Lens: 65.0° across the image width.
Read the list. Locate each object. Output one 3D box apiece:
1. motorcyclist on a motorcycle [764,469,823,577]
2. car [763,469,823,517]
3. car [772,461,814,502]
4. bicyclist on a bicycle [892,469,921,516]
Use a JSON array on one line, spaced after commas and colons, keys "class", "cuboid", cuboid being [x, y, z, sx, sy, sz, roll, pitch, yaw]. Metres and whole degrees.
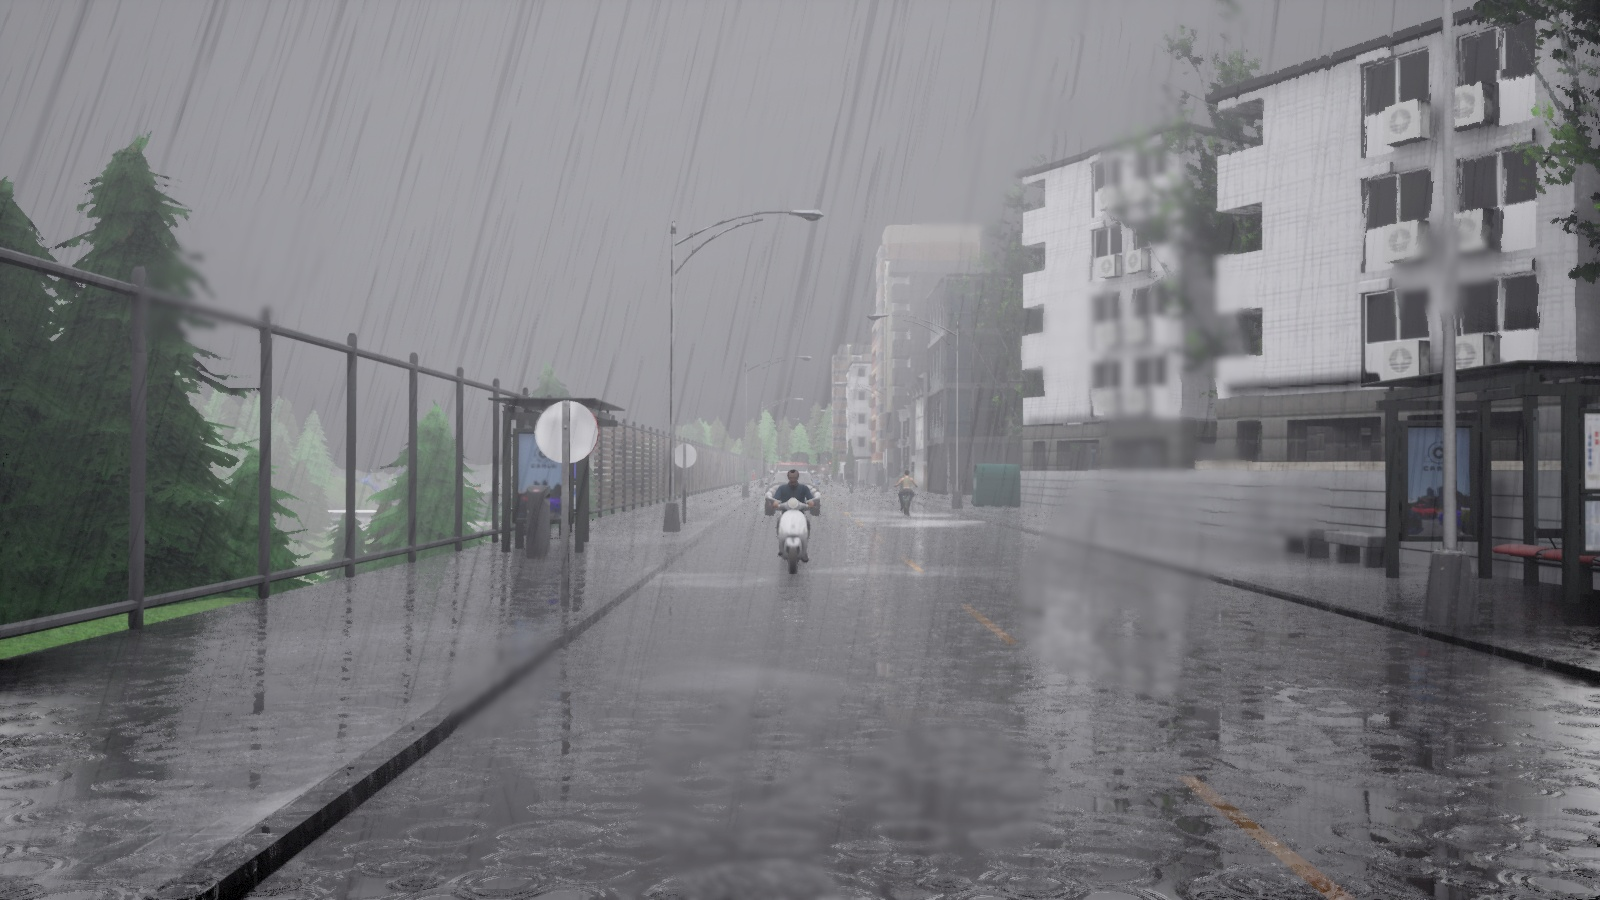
[{"class": "motorcyclist on a motorcycle", "cuboid": [-0.098, 1.094, 19.429, 0.866, 1.590, 1.817, 0, -1, 0]}, {"class": "car", "cuboid": [-0.252, 1.504, 45.258, 2.033, 1.649, 4.856, 0, -1, 0]}, {"class": "car", "cuboid": [-0.379, 1.648, 66.468, 2.150, 2.045, 5.566, 0, -1, 0]}, {"class": "bicyclist on a bicycle", "cuboid": [3.752, 1.478, 44.298, 0.866, 1.612, 1.509, 0, -1, 0]}]
